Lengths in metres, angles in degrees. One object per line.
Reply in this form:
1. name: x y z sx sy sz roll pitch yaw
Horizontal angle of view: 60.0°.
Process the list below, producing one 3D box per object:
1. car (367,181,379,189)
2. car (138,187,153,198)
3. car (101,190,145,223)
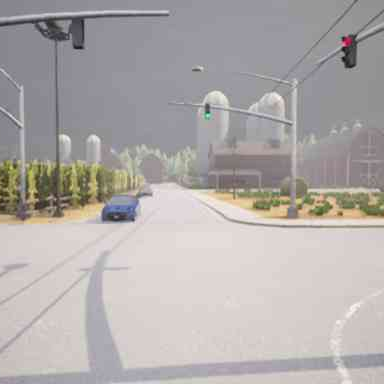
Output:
1. car: 42.246 -1.615 77.330 1.905 1.878 3.866 9 10 41
2. car: -6.195 0.043 44.460 1.994 1.385 4.181 0 3 -5
3. car: -4.143 0.915 20.053 1.882 1.535 5.008 0 3 -4
